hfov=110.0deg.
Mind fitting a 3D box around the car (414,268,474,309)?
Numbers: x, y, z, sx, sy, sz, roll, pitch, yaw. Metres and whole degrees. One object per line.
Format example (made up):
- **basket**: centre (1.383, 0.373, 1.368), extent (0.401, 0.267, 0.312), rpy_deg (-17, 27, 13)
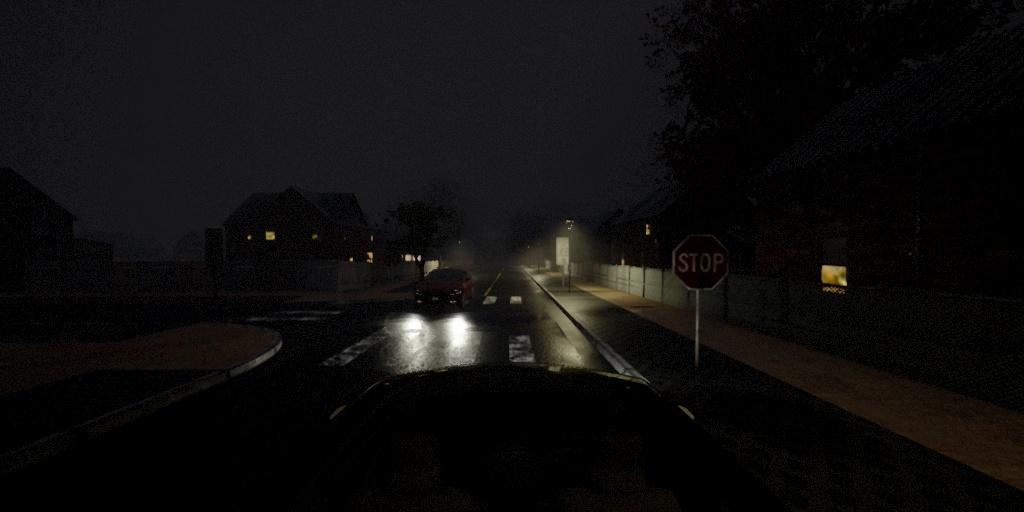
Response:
- **car**: centre (-2.760, 1.275, 15.376), extent (1.882, 1.535, 5.008), rpy_deg (0, 0, 0)
